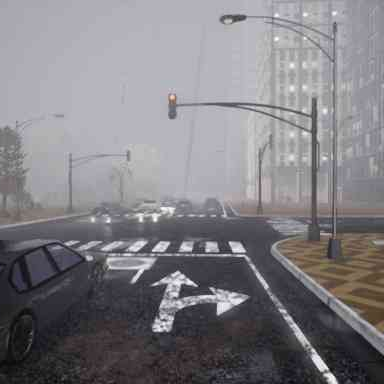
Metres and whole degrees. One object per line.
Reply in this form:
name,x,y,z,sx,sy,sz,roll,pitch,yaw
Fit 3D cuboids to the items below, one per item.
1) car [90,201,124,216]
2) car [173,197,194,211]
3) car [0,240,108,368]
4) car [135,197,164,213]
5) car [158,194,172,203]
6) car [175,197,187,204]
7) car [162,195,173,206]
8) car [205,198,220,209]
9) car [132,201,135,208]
car,-8.238,1.590,32.554,1.895,1.301,4.718,0,0,5
car,-0.805,1.554,41.280,1.994,1.385,4.181,0,0,5
car,-3.045,1.546,5.716,2.033,1.411,5.357,0,0,2
car,-4.559,1.515,36.436,1.812,1.442,4.674,0,0,2
car,-5.329,1.345,67.317,2.097,1.767,4.553,0,0,5
car,-2.183,1.595,65.958,1.895,1.301,4.718,0,0,5
car,-3.426,1.482,51.580,2.128,1.511,4.902,0,0,5
car,2.678,1.468,44.031,1.882,1.535,5.008,0,0,5
car,-7.033,1.535,47.353,2.033,1.411,5.357,0,0,5
